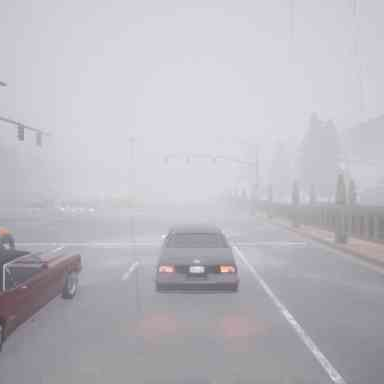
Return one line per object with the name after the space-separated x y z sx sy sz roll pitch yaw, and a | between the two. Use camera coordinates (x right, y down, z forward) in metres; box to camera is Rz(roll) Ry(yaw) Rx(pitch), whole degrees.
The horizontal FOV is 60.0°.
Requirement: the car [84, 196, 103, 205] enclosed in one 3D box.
-17.612 1.478 59.445 1.882 1.535 5.008 0 0 1 | car

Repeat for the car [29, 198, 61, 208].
-21.136 1.547 47.398 2.033 1.411 5.357 0 0 0 | car

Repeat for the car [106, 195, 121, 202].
-14.121 1.601 57.358 1.895 1.301 4.718 0 0 0 | car

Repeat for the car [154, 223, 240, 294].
0.093 1.547 8.951 2.033 1.411 5.357 0 0 0 | car

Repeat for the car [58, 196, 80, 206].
-21.117 1.478 57.269 1.882 1.535 5.008 0 0 0 | car

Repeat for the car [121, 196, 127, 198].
-14.056 1.491 67.802 2.128 1.511 4.902 0 0 0 | car

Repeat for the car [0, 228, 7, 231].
-6.907 1.352 9.161 2.097 1.767 4.553 0 0 0 | car

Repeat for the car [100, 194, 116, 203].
-17.556 1.355 69.743 2.097 1.767 4.553 0 0 0 | car

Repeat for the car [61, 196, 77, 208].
-17.619 1.526 49.410 1.812 1.442 4.674 0 0 0 | car

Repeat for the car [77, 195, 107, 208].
-14.136 1.547 47.286 2.033 1.411 5.357 0 0 0 | car

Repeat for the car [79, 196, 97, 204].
-21.054 1.525 67.609 2.128 1.511 4.902 0 0 0 | car

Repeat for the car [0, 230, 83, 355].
-3.404 1.601 5.496 1.895 1.301 4.718 0 0 0 | car
